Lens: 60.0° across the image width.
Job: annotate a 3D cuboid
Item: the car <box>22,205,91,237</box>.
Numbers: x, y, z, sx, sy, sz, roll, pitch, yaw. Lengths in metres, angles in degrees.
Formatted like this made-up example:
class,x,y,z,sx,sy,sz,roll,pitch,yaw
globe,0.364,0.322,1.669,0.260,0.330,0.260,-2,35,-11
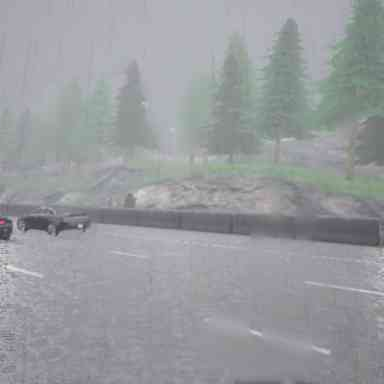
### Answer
class,x,y,z,sx,sy,sz,roll,pitch,yaw
car,-7.530,1.479,17.965,4.902,1.511,2.128,0,0,36

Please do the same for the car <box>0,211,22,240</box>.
class,x,y,z,sx,sy,sz,roll,pitch,yaw
car,-10.300,1.492,15.641,4.892,1.490,1.837,0,0,36
